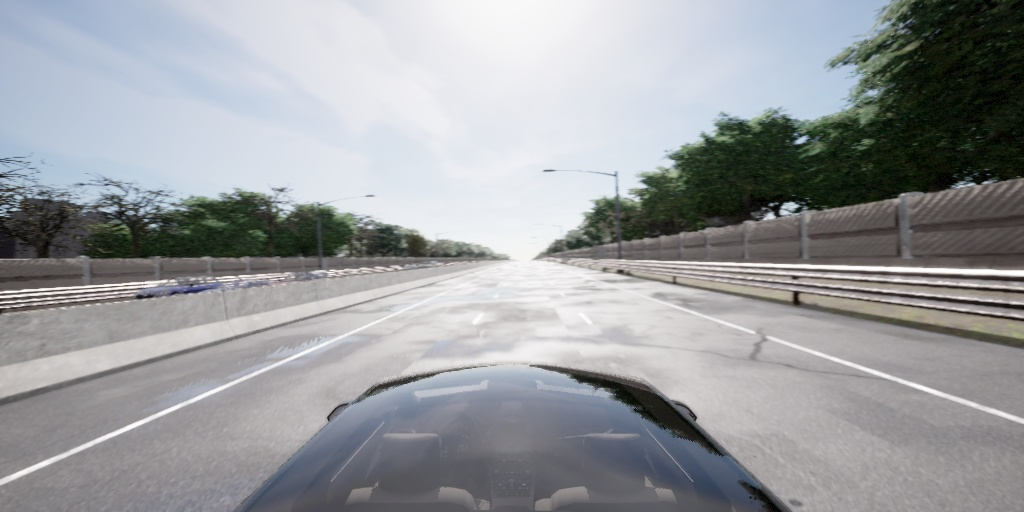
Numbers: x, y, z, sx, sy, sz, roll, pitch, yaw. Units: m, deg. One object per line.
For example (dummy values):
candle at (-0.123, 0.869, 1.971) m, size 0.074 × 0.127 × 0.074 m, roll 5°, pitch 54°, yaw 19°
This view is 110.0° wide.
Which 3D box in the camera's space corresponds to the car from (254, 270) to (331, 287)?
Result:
car at (-13.074, 1.785, 22.240) m, size 2.097 × 1.767 × 4.553 m, roll -2°, pitch 0°, yaw 3°

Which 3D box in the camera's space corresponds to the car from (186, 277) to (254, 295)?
car at (-16.571, 2.126, 22.281) m, size 2.033 × 1.411 × 5.357 m, roll -2°, pitch 0°, yaw 3°

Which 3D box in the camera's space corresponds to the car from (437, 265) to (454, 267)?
car at (-11.222, 2.192, 63.583) m, size 1.895 × 1.301 × 4.718 m, roll -2°, pitch 0°, yaw 3°

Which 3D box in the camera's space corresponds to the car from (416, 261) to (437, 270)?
car at (-14.729, 1.974, 63.707) m, size 2.150 × 2.045 × 5.566 m, roll -2°, pitch 0°, yaw 3°

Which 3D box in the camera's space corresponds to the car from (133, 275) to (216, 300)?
car at (-20.087, 2.075, 21.945) m, size 2.097 × 1.767 × 4.553 m, roll -2°, pitch -1°, yaw 3°
